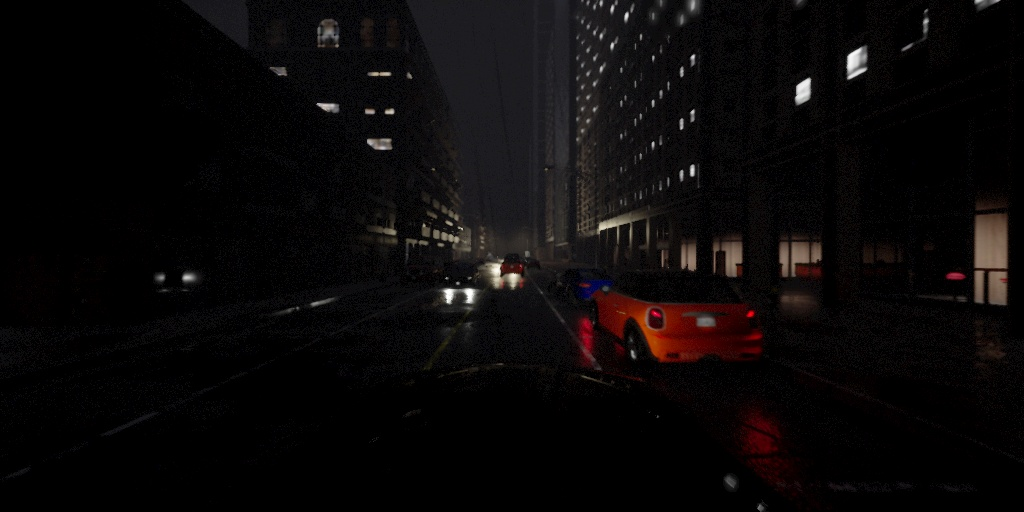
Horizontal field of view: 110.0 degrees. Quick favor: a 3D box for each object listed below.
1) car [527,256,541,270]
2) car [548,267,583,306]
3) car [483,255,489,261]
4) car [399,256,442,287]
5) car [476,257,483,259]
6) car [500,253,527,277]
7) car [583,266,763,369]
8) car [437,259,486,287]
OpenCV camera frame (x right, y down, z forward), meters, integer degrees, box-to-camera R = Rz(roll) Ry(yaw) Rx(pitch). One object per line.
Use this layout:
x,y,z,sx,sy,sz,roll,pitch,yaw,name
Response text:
2.721,1.032,45.840,1.802,1.307,4.207,0,0,0,car
2.997,1.181,15.239,1.812,1.442,4.674,0,1,-7,car
-5.647,0.890,62.792,1.888,1.381,4.507,0,0,0,car
-5.675,0.916,23.253,2.192,1.841,5.009,0,0,0,car
-5.655,0.940,51.324,1.751,1.417,4.829,0,0,0,car
0.063,0.894,32.282,2.097,1.767,4.553,0,1,2,car
3.118,1.059,7.877,2.097,1.767,4.553,0,0,0,car
-3.084,1.150,23.076,2.033,1.411,5.357,0,0,0,car
